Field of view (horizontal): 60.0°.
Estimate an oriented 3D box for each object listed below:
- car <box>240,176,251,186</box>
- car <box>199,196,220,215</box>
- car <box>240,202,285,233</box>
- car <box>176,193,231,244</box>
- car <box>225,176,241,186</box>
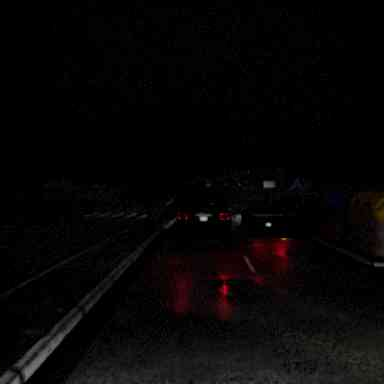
[{"bbox_3d":[12.364,-2.227,76.760,1.812,1.442,4.674,0,5,-1],"label":"car"},{"bbox_3d":[1.720,1.146,31.076,1.837,1.490,4.892,0,1,5],"label":"car"},{"bbox_3d":[3.735,1.290,18.031,2.128,1.511,4.902,0,0,3],"label":"car"},{"bbox_3d":[0.553,1.042,14.897,2.150,2.045,5.566,0,1,3],"label":"car"},{"bbox_3d":[9.354,-2.276,77.116,1.837,1.490,4.892,0,5,-2],"label":"car"}]
